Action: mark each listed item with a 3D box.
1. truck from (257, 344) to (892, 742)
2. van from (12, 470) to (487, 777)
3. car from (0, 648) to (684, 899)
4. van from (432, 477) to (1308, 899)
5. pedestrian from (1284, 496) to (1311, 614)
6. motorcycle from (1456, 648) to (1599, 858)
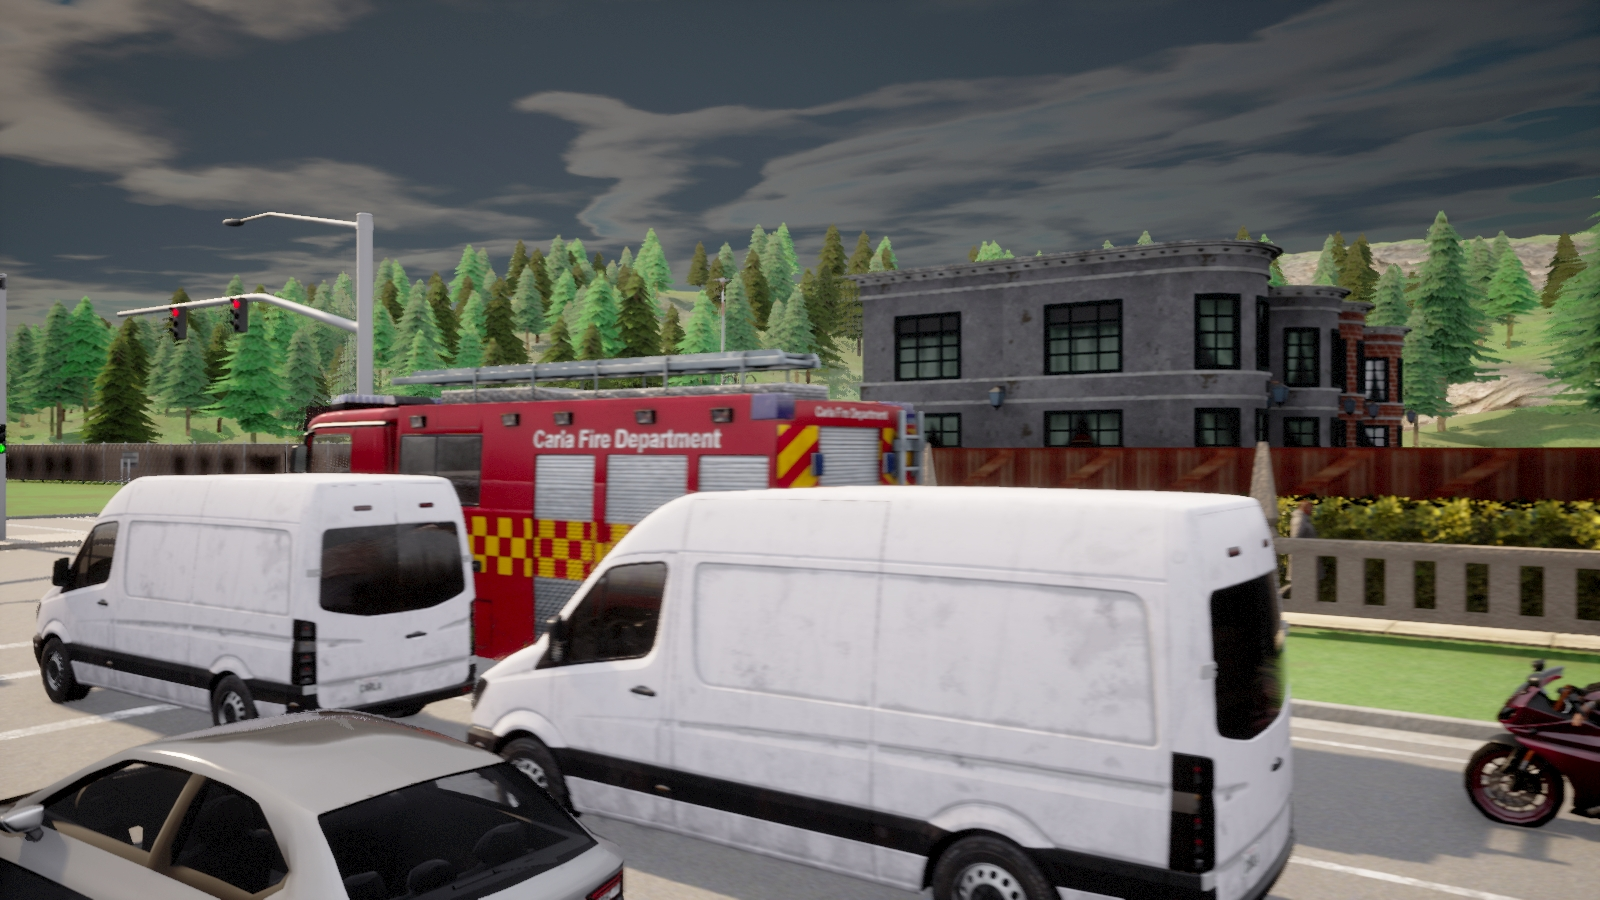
[{"bbox_3d":[-3.223,0.891,14.582,8.468,3.827,2.891,0,0,35],"label":"truck"},{"bbox_3d":[-6.132,1.534,12.347,5.915,2.561,1.988,0,0,35],"label":"van"},{"bbox_3d":[-2.771,2.066,5.727,4.193,1.474,1.816,0,0,35],"label":"car"},{"bbox_3d":[0.148,1.535,7.949,5.915,2.561,1.988,0,0,35],"label":"van"},{"bbox_3d":[8.092,1.696,18.572,0.375,1.860,0.375,0,0,29],"label":"pedestrian"},{"bbox_3d":[5.990,2.205,8.136,2.209,1.251,0.867,0,0,35],"label":"motorcycle"}]
